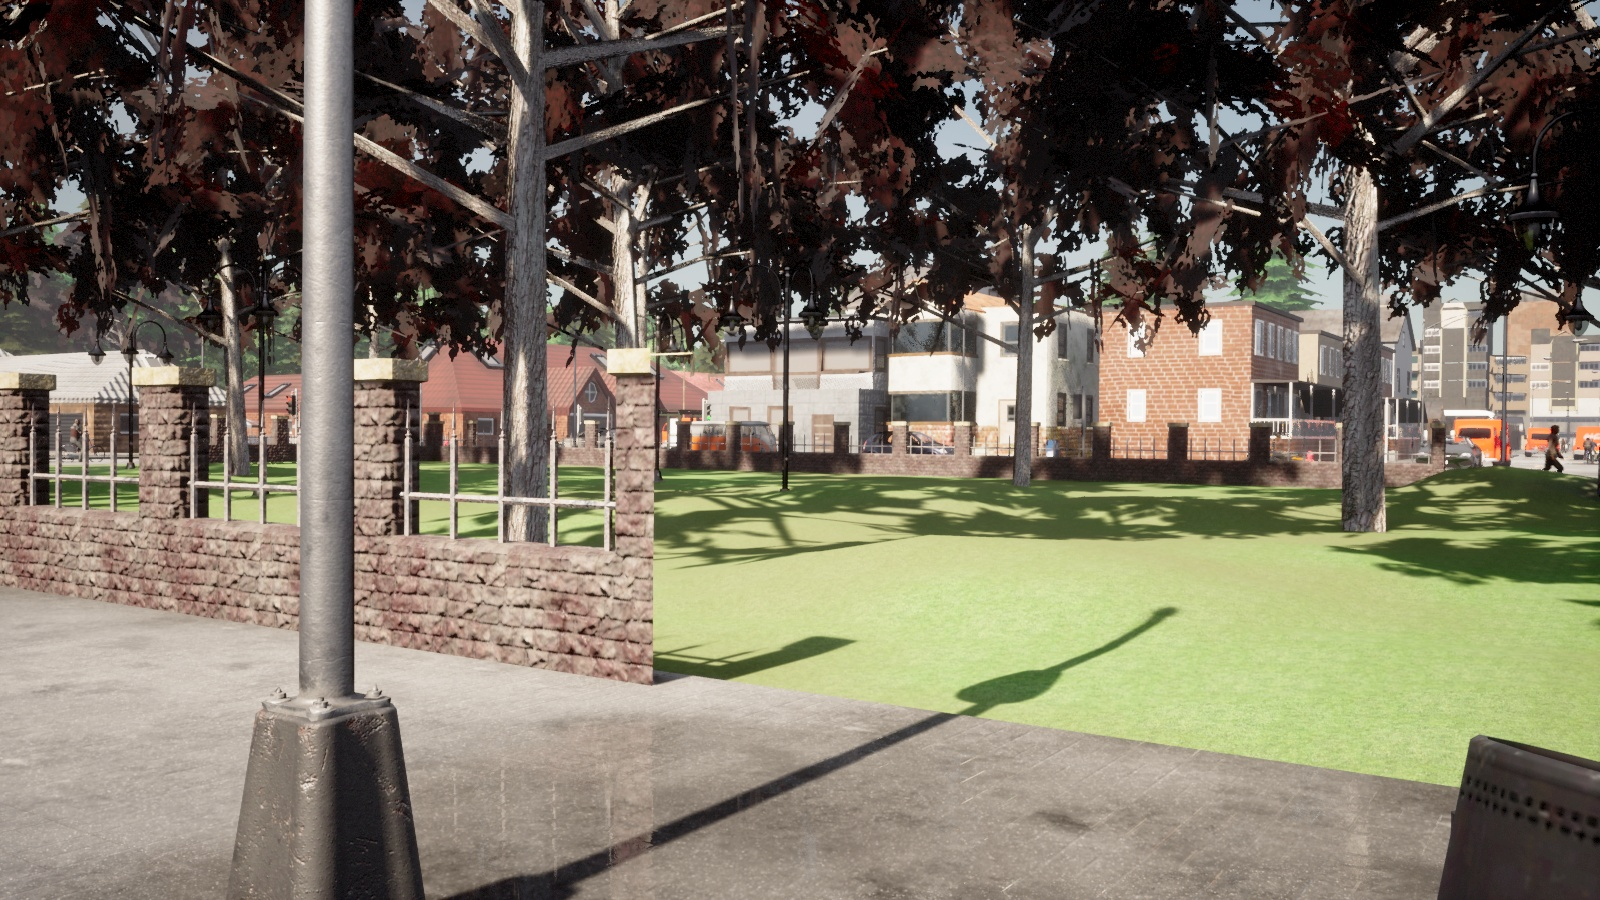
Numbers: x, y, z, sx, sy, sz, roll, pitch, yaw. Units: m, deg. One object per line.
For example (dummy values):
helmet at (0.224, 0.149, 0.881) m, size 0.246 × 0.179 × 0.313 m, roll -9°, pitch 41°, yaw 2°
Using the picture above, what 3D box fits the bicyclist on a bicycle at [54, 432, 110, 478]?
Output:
bicyclist on a bicycle at (-28.707, 0.176, 50.233) m, size 0.659 × 1.776 × 1.843 m, roll 0°, pitch 1°, yaw 32°

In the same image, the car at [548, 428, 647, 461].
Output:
car at (-10.614, -0.290, 65.655) m, size 5.027 × 1.651 × 2.152 m, roll 0°, pitch 1°, yaw 35°

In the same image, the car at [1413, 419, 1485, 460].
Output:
car at (27.309, -0.458, 52.773) m, size 2.152 × 1.651 × 5.027 m, roll 0°, pitch 1°, yaw 34°

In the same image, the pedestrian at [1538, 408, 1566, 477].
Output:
pedestrian at (20.297, -0.205, 33.880) m, size 0.634 × 1.846 × 0.331 m, roll 0°, pitch 1°, yaw 33°

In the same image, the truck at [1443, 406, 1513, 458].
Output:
truck at (33.868, -0.917, 62.645) m, size 2.627 × 2.467 × 5.204 m, roll 0°, pitch 1°, yaw 34°

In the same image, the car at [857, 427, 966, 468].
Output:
car at (4.492, -0.104, 50.719) m, size 3.988 × 1.617 × 1.851 m, roll 0°, pitch 1°, yaw 32°

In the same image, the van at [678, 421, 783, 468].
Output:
van at (-3.100, -0.249, 55.745) m, size 4.442 × 1.987 × 1.775 m, roll 0°, pitch 1°, yaw 31°
